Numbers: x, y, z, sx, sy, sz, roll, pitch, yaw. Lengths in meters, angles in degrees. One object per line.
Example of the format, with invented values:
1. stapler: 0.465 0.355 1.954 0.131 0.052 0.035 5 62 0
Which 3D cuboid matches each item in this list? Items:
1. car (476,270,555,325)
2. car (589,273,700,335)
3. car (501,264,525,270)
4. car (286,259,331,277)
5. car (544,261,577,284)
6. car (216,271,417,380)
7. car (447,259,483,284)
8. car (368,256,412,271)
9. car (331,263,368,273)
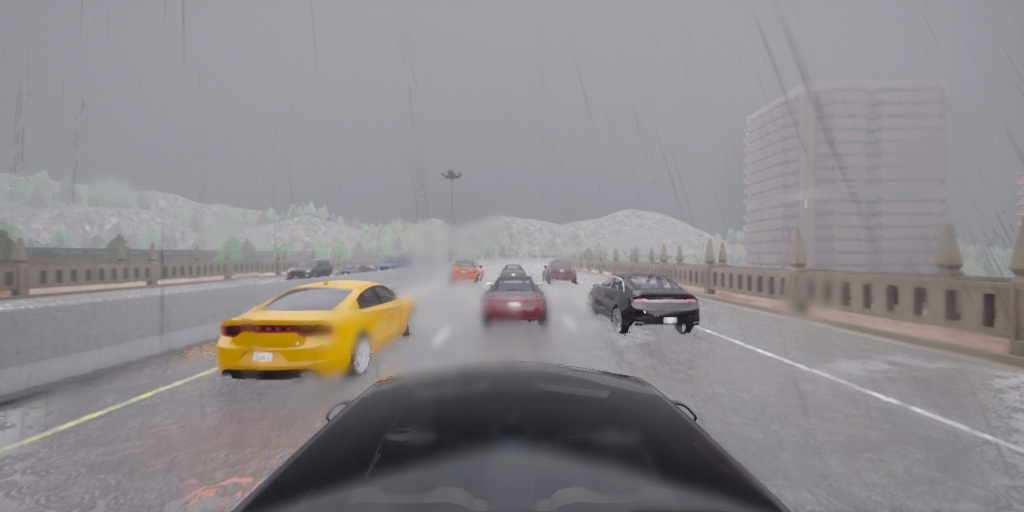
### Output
1. car: 0.099 1.330 11.840 1.994 1.385 4.181 0 0 0
2. car: 3.600 1.256 10.576 2.128 1.511 4.902 0 0 0
3. car: 0.097 1.356 28.624 1.994 1.385 4.181 0 0 0
4. car: -17.598 1.148 31.513 2.097 1.767 4.553 0 0 0
5. car: 3.595 1.143 27.668 2.097 1.767 4.553 0 0 0
6. car: -3.401 1.236 7.381 1.882 1.535 5.008 0 0 0
7. car: -3.405 1.143 27.770 2.097 1.767 4.553 0 0 0
8. car: -10.601 1.018 32.297 2.150 2.045 5.566 0 0 0
9. car: -14.099 1.361 32.355 1.994 1.385 4.181 0 0 0
